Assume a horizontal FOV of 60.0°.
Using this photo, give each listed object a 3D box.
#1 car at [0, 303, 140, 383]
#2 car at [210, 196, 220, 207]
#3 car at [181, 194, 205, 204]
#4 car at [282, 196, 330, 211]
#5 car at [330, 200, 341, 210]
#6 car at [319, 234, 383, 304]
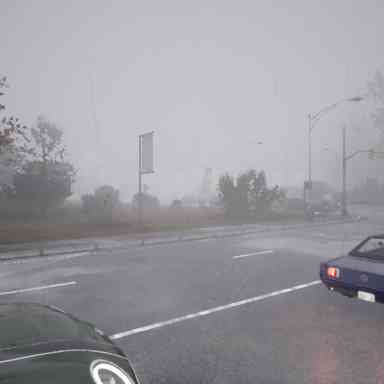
[{"bbox_3d":[-2.531,1.352,1.918,4.553,1.767,2.097,0,0,-36],"label":"car"},{"bbox_3d":[4.524,1.283,44.789,2.128,1.511,4.902,-1,0,-39],"label":"car"},{"bbox_3d":[0.210,1.118,55.812,2.097,1.767,4.553,-1,0,-38],"label":"car"},{"bbox_3d":[11.740,1.290,35.726,1.837,1.490,4.892,-1,0,-38],"label":"car"},{"bbox_3d":[14.461,1.247,37.959,2.128,1.511,4.902,-1,0,-39],"label":"car"},{"bbox_3d":[4.942,1.573,7.254,4.718,1.301,1.895,0,0,-35],"label":"car"}]
